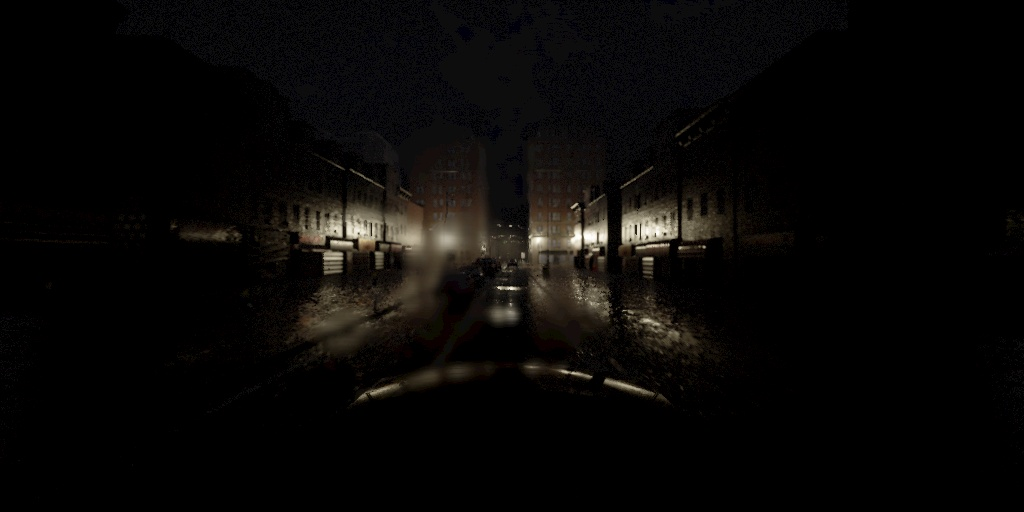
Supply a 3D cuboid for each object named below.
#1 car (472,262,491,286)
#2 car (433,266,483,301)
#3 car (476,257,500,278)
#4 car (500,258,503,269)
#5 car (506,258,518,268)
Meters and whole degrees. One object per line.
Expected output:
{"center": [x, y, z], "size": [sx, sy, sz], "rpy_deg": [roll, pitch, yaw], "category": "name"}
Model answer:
{"center": [-2.622, 1.302, 22.849], "size": [2.007, 1.370, 4.403], "rpy_deg": [0, 0, 0], "category": "car"}
{"center": [-2.626, 1.331, 17.235], "size": [1.802, 1.307, 4.207], "rpy_deg": [0, 0, 0], "category": "car"}
{"center": [-2.614, 1.079, 34.076], "size": [2.192, 1.841, 5.009], "rpy_deg": [0, 0, 0], "category": "car"}
{"center": [-2.605, 1.101, 45.303], "size": [2.192, 1.841, 5.009], "rpy_deg": [0, 0, 0], "category": "car"}
{"center": [0.046, 1.344, 63.649], "size": [1.837, 1.490, 4.892], "rpy_deg": [0, 0, 0], "category": "car"}
